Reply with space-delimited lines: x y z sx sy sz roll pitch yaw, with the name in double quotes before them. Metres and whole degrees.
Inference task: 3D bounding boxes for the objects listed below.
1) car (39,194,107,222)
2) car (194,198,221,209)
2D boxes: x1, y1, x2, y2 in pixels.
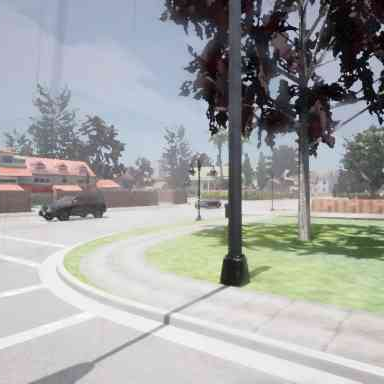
"car" -9.562 1.214 27.241 2.150 2.045 5.566 0 1 34
"car" 2.106 1.493 44.382 2.128 1.511 4.902 0 0 34
